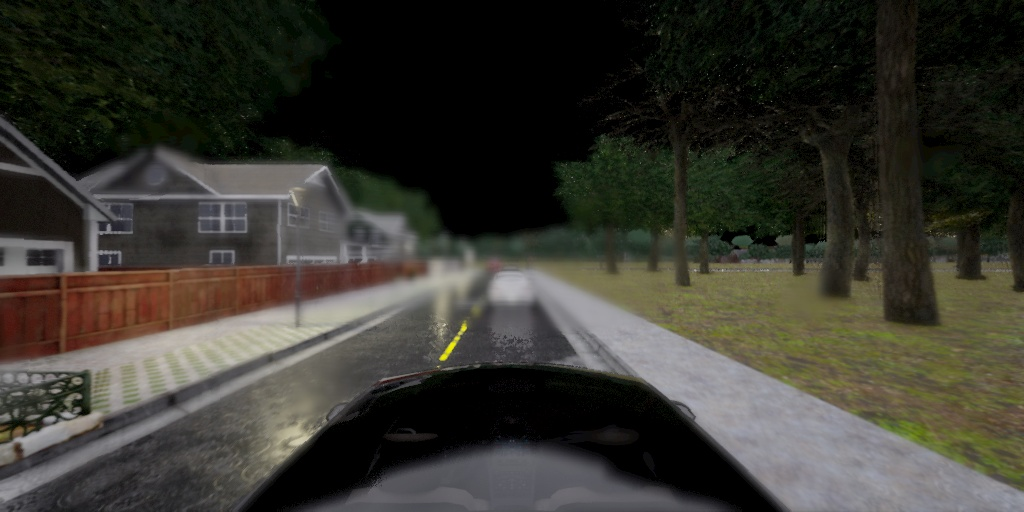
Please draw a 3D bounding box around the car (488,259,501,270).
[{"bbox_3d":[-2.771,1.552,59.580,2.150,2.045,5.566,0,-1,0],"label":"car"}]

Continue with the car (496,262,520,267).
[{"bbox_3d":[0.012,1.525,30.365,2.128,1.511,4.902,0,0,0],"label":"car"}]

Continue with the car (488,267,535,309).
[{"bbox_3d":[0.019,1.413,15.757,1.812,1.442,4.674,0,0,0],"label":"car"}]
